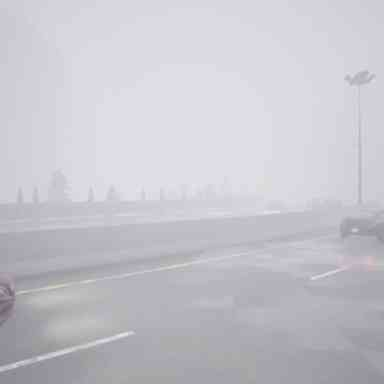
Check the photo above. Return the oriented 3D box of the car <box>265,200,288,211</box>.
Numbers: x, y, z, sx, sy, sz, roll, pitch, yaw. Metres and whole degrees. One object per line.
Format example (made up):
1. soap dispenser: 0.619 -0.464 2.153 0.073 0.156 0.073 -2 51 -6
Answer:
1. car: 10.530 1.627 41.437 1.994 1.385 4.181 0 0 31

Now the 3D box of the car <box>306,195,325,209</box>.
1. car: 16.634 1.558 45.019 1.837 1.490 4.892 0 0 28

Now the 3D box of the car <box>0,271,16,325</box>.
1. car: -5.070 1.554 4.580 4.674 1.442 1.812 0 0 -34

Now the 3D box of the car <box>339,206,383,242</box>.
1. car: 8.886 1.536 16.484 1.812 1.442 4.674 0 0 45

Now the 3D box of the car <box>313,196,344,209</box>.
1. car: 14.691 1.526 34.977 2.128 1.511 4.902 0 0 34
